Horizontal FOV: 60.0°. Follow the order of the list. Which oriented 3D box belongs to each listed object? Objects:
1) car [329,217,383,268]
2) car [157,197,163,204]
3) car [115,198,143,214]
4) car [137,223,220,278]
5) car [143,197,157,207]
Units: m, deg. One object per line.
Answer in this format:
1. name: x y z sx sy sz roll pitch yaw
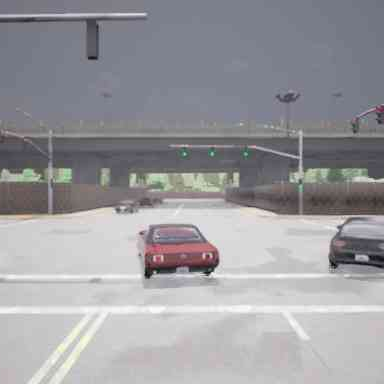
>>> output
1. car: 5.585 1.518 10.532 1.812 1.442 4.674 -1 0 32
2. car: -7.006 1.657 66.819 1.994 1.385 4.181 0 0 0
3. car: -7.090 1.544 36.539 2.128 1.511 4.902 0 0 0
4. car: -0.675 1.601 10.250 1.895 1.301 4.718 0 0 -12
5. car: -7.067 1.555 51.672 1.882 1.535 5.008 0 0 0
